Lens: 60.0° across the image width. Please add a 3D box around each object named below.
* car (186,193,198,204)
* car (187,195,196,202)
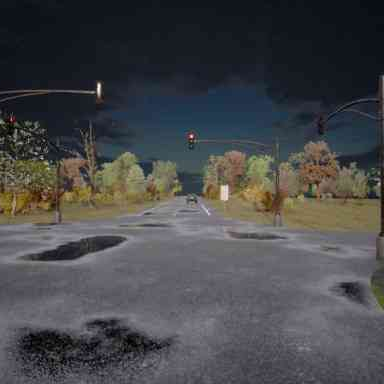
[{"bbox_3d":[-0.012,1.293,67.602,2.150,2.045,5.566,0,0,0],"label":"car"},{"bbox_3d":[-0.015,1.465,77.993,2.033,1.411,5.357,0,0,0],"label":"car"}]
